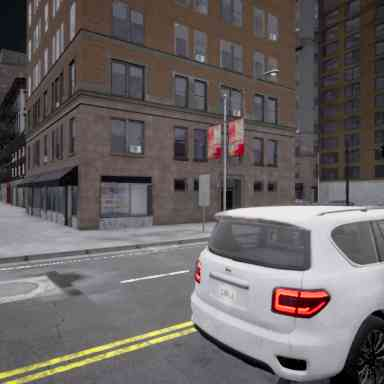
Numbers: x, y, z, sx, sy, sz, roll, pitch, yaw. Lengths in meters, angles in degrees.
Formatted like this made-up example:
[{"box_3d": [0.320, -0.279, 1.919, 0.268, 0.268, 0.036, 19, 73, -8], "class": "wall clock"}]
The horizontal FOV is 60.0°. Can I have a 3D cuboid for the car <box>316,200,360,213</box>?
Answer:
[{"box_3d": [16.917, 1.596, 38.706, 1.947, 1.339, 4.313, 0, 0, -35], "class": "car"}]

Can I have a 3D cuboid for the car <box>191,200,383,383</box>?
[{"box_3d": [2.598, 1.222, 5.282, 5.566, 2.045, 2.150, 0, 0, -35], "class": "car"}]

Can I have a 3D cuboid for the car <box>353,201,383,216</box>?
[{"box_3d": [18.305, 1.615, 32.011, 4.718, 1.301, 1.895, 0, 0, 39], "class": "car"}]
